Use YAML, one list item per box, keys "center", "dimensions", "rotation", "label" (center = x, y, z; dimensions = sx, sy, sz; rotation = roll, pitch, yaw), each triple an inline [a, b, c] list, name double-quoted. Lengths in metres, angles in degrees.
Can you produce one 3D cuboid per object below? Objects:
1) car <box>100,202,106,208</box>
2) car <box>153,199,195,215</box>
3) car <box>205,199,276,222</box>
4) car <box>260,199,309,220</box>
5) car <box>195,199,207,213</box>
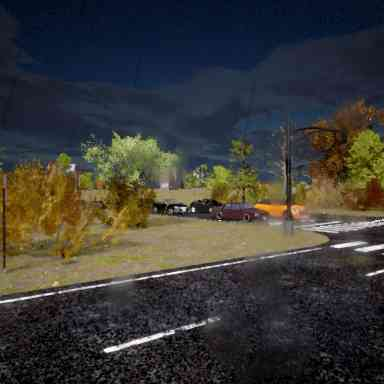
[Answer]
- center: [-11.010, 1.491, 45.514]
  dimensions: [1.837, 1.490, 4.892]
  rotation: [0, 1, -38]
  label: "car"
- center: [-2.282, 1.493, 34.382]
  dimensions: [2.128, 1.511, 4.902]
  rotation: [0, 0, -38]
  label: "car"
- center: [3.749, 1.560, 26.709]
  dimensions: [2.033, 1.411, 5.357]
  rotation: [0, 0, -38]
  label: "car"
- center: [7.303, 1.345, 27.445]
  dimensions: [2.097, 1.767, 4.553]
  rotation: [0, 0, -38]
  label: "car"
- center: [1.715, 1.488, 34.555]
  dimensions: [1.837, 1.490, 4.892]
  rotation: [0, 0, -38]
  label: "car"
